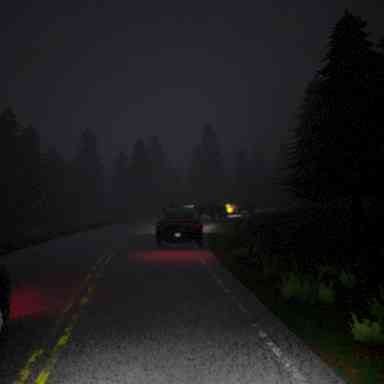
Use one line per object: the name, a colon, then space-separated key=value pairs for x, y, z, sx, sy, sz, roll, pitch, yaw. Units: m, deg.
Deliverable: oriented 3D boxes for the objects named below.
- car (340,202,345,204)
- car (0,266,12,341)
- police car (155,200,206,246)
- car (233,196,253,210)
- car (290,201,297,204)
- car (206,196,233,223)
car: x=18.009 y=1.771 z=42.112 sx=5.357 sy=1.411 sz=2.033 roll=4 pitch=-6 yaw=-20
car: x=-3.605 y=1.508 z=3.250 sx=1.837 sy=1.490 sz=4.892 roll=0 pitch=0 yaw=-4
police car: x=-0.445 y=1.360 z=15.012 sx=1.930 sy=1.638 sz=5.238 roll=-1 pitch=1 yaw=2
car: x=3.738 y=1.146 z=29.098 sx=1.801 sy=1.575 sz=5.366 roll=-3 pitch=-1 yaw=31
car: x=15.436 y=1.583 z=44.451 sx=5.566 sy=2.045 sz=2.150 roll=3 pitch=-6 yaw=-22
car: x=1.286 y=1.312 z=23.931 sx=1.837 sy=1.490 sz=4.892 roll=-2 pitch=0 yaw=20
